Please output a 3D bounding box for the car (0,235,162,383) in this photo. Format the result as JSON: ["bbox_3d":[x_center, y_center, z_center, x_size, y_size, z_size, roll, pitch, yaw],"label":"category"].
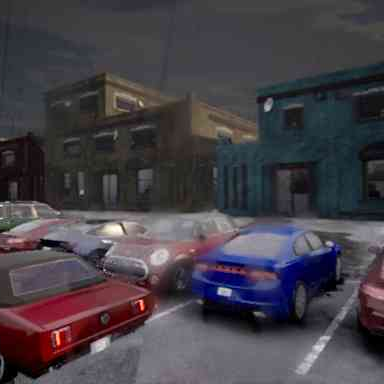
[{"bbox_3d":[-2.955,1.665,5.478,4.718,1.301,1.895,-1,-1,35],"label":"car"}]

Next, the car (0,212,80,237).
[{"bbox_3d":[-4.771,1.653,12.340,2.002,1.452,4.674,-1,-1,35],"label":"car"}]

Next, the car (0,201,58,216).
[{"bbox_3d":[-7.002,1.397,13.967,2.435,2.045,5.566,-1,-1,35],"label":"car"}]

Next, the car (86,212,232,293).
[{"bbox_3d":[-0.261,1.418,9.172,2.185,1.767,4.553,-1,-1,35],"label":"car"}]

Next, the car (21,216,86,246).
[{"bbox_3d":[-2.507,1.608,10.768,2.163,1.488,4.792,-1,-1,35],"label":"car"}]

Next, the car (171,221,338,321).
[{"bbox_3d":[1.966,1.509,7.542,2.097,1.535,5.008,-1,-1,35],"label":"car"}]

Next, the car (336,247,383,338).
[{"bbox_3d":[4.212,1.519,5.947,2.002,1.452,4.674,-1,0,35],"label":"car"}]
